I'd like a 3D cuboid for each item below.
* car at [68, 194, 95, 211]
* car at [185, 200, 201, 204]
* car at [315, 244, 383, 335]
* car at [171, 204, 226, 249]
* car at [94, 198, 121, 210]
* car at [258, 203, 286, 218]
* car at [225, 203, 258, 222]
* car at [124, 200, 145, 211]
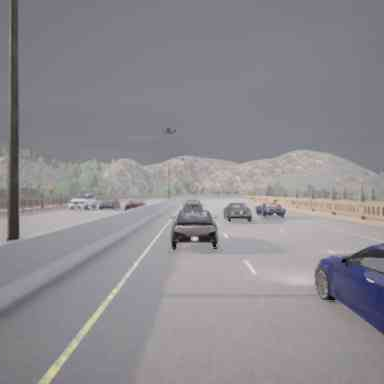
[{"bbox_3d":[-14.086,1.276,43.120,2.150,2.045,5.566,0,0,0],"label":"car"},{"bbox_3d":[0.102,1.546,32.359,1.837,1.490,4.892,0,0,0],"label":"car"},{"bbox_3d":[3.601,1.533,5.365,1.812,1.442,4.674,0,0,0],"label":"car"},{"bbox_3d":[0.102,1.510,14.673,2.128,1.511,4.902,0,0,0],"label":"car"},{"bbox_3d":[-10.587,1.602,43.272,2.033,1.411,5.357,0,0,0],"label":"car"},{"bbox_3d":[7.103,1.640,30.743,1.895,1.301,4.718,0,0,0],"label":"car"},{"bbox_3d":[3.602,1.582,26.874,2.033,1.411,5.357,0,0,0],"label":"car"},{"bbox_3d":[-7.088,1.653,41.346,1.895,1.301,4.718,0,0,0],"label":"car"}]
